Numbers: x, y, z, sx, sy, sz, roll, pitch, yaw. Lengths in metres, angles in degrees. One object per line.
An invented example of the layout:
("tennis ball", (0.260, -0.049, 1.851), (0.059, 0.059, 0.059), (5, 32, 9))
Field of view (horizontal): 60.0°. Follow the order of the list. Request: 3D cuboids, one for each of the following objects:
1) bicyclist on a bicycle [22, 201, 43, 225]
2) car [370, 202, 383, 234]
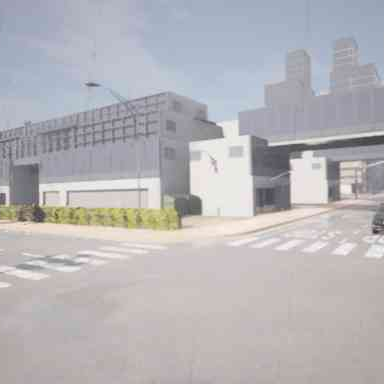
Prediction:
("bicyclist on a bicycle", (-11.377, 1.486, 23.780), (0.582, 1.620, 1.656), (-1, 1, 36))
("car", (10.253, 1.219, 16.686), (1.837, 1.490, 4.892), (-1, 0, 35))
